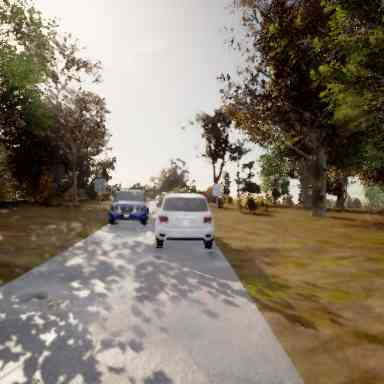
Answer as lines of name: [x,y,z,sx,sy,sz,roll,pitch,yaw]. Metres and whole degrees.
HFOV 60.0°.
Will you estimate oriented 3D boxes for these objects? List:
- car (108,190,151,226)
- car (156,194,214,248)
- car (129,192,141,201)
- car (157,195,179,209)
car: [-3.808,0.896,20.985,2.150,2.045,5.566,1,1,-5]
car: [-0.368,1.082,14.250,2.150,2.045,5.566,1,1,-3]
car: [-10.635,0.826,61.894,1.812,1.442,4.674,2,0,-13]
car: [-2.797,1.076,37.532,2.033,1.411,5.357,2,0,-8]
